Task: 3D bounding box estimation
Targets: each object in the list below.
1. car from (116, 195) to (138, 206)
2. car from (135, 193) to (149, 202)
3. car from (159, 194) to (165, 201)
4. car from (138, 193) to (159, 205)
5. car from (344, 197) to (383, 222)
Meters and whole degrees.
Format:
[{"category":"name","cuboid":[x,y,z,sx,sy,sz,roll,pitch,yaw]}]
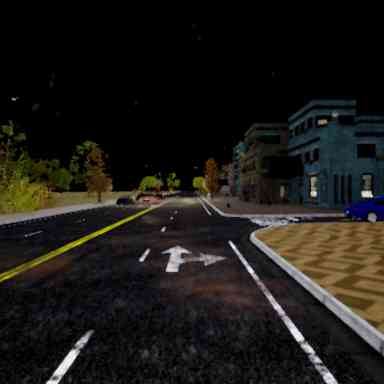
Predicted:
[{"category":"car","cuboid":[-9.790,1.217,49.070,2.033,1.411,5.357,0,0,0]},{"category":"car","cuboid":[-9.712,1.057,64.753,1.837,1.490,4.892,0,0,1]},{"category":"car","cuboid":[-6.456,1.078,65.406,1.812,1.442,4.674,0,1,0]},{"category":"car","cuboid":[-6.535,1.018,49.691,2.097,1.767,4.553,0,0,0]},{"category":"car","cuboid":[12.258,1.077,20.979,5.008,1.535,1.882,-1,0,-1]}]
